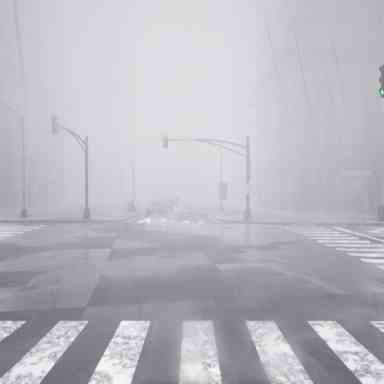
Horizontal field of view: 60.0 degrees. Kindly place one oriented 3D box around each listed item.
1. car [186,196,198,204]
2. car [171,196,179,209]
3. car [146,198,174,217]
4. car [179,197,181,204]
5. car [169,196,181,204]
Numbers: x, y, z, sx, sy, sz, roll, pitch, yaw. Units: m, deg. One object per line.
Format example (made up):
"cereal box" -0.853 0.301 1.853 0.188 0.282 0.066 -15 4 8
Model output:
"car" -0.022 1.502 62.621 1.812 1.442 4.674 0 0 0
"car" -3.128 1.530 41.363 2.033 1.411 5.357 0 0 0
"car" -3.123 1.534 31.290 2.033 1.411 5.357 0 0 0
"car" -3.115 1.543 51.446 1.994 1.385 4.181 0 0 1
"car" -3.068 1.454 61.938 1.882 1.535 5.008 0 0 1
